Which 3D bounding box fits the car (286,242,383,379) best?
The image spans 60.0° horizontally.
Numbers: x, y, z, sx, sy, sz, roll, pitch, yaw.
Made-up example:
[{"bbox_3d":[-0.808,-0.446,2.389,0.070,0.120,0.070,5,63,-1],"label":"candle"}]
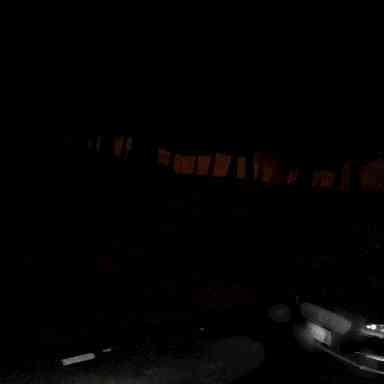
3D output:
[{"bbox_3d":[3.700,1.582,5.340,4.902,1.511,2.128,3,1,-30],"label":"car"}]
